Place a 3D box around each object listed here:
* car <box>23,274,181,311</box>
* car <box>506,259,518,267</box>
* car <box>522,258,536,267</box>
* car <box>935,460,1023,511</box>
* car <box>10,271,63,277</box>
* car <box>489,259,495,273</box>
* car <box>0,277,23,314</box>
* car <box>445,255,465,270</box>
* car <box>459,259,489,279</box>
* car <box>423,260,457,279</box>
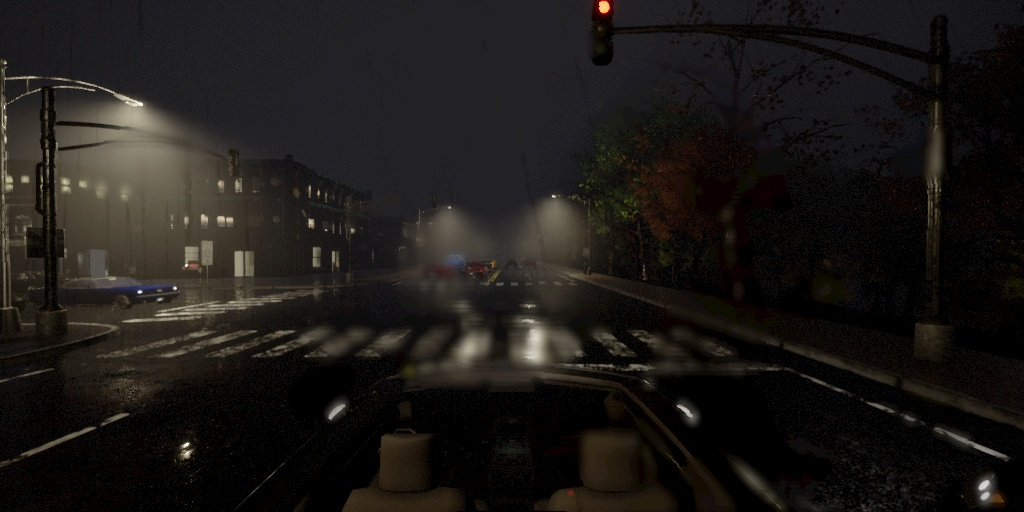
[{"bbox_3d":[-16.999,1.537,15.147,4.718,1.301,1.895,-1,1,2],"label":"car"},{"bbox_3d":[-0.037,1.219,63.189,1.837,1.490,4.892,0,0,0],"label":"car"},{"bbox_3d":[3.213,1.192,63.216,1.882,1.535,5.008,0,0,0],"label":"car"},{"bbox_3d":[3.356,1.314,0.208,1.994,1.385,4.181,0,0,0],"label":"car"},{"bbox_3d":[-28.323,1.556,21.015,4.403,1.370,2.007,0,0,0],"label":"car"},{"bbox_3d":[-3.424,1.232,43.154,1.837,1.490,4.892,0,0,0],"label":"car"},{"bbox_3d":[-19.971,1.563,12.521,4.313,1.339,1.948,0,0,0],"label":"car"},{"bbox_3d":[-6.677,0.949,42.771,2.150,2.045,5.566,0,0,0],"label":"car"},{"bbox_3d":[-3.411,1.260,33.087,1.812,1.442,4.674,0,0,0],"label":"car"},{"bbox_3d":[-6.661,1.335,32.866,1.895,1.301,4.718,0,0,2],"label":"car"}]
